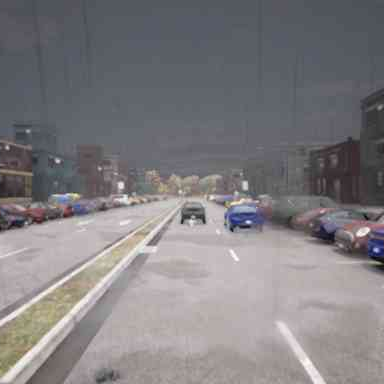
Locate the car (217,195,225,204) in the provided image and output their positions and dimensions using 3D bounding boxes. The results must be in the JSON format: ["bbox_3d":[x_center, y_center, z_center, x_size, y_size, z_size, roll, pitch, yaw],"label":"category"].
[{"bbox_3d":[7.566,1.496,56.218,5.566,2.045,2.435,0,-1,0],"label":"car"}]

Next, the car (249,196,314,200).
[{"bbox_3d":[7.597,1.423,28.642,4.553,1.767,2.185,0,0,0],"label":"car"}]

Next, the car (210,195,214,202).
[{"bbox_3d":[7.521,1.702,75.519,5.566,2.045,2.435,0,-1,0],"label":"car"}]

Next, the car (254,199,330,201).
[{"bbox_3d":[7.624,1.535,25.884,5.008,1.535,2.097,0,0,0],"label":"car"}]

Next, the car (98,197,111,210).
[{"bbox_3d":[-12.772,1.654,40.253,4.792,1.488,2.163,0,0,0],"label":"car"}]

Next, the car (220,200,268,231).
[{"bbox_3d":[3.091,1.511,20.643,1.882,1.535,5.008,0,0,0],"label":"car"}]

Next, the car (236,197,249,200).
[{"bbox_3d":[7.596,1.624,36.913,4.792,1.488,2.163,0,0,0],"label":"car"}]

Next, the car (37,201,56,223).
[{"bbox_3d":[-12.773,1.528,23.579,5.008,1.535,2.097,0,0,0],"label":"car"}]

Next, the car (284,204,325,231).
[{"bbox_3d":[7.630,1.542,17.612,4.674,1.452,2.002,0,0,0],"label":"car"}]

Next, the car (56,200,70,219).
[{"bbox_3d":[-12.757,1.543,26.359,4.892,1.521,2.231,0,0,0],"label":"car"}]

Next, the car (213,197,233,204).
[{"bbox_3d":[7.507,2.041,81.032,4.792,1.488,2.163,0,-1,0],"label":"car"}]

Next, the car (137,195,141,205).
[{"bbox_3d":[-12.680,1.834,62.609,4.792,1.488,2.163,0,-1,0],"label":"car"}]

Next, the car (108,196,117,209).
[{"bbox_3d":[-12.746,1.644,43.033,4.892,1.521,2.231,0,0,0],"label":"car"}]

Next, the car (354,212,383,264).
[{"bbox_3d":[7.631,1.476,9.340,5.008,1.535,2.097,0,0,0],"label":"car"}]

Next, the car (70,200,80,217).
[{"bbox_3d":[-12.789,1.586,29.137,4.792,1.488,2.163,0,0,0],"label":"car"}]

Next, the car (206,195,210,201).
[{"bbox_3d":[7.531,1.891,94.822,5.566,2.045,2.435,0,0,0],"label":"car"}]

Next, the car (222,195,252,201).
[{"bbox_3d":[7.793,1.695,50.704,5.366,1.575,1.946,0,-1,0],"label":"car"}]

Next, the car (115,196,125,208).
[{"bbox_3d":[-12.728,1.724,48.589,4.674,1.452,2.002,0,0,0],"label":"car"}]

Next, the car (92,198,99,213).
[{"bbox_3d":[-12.757,1.590,34.821,4.892,1.521,2.231,0,0,0],"label":"car"}]

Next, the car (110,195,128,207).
[{"bbox_3d":[-12.758,1.582,51.461,4.553,1.767,2.185,0,0,0],"label":"car"}]

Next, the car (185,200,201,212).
[{"bbox_3d":[0.081,1.751,42.051,1.895,1.301,4.718,0,0,0],"label":"car"}]

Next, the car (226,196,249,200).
[{"bbox_3d":[7.437,1.630,42.426,5.366,1.575,1.946,0,0,0],"label":"car"}]

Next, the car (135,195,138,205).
[{"bbox_3d":[-12.685,1.808,59.832,4.792,1.488,2.163,0,0,0],"label":"car"}]

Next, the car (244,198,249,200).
[{"bbox_3d":[7.657,1.592,31.397,4.792,1.488,2.163,0,0,0],"label":"car"}]

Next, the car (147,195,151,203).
[{"bbox_3d":[-12.704,1.938,76.498,5.008,1.535,2.097,0,-1,0],"label":"car"}]

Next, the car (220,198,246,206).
[{"bbox_3d":[7.584,1.843,61.729,4.674,1.452,2.002,0,-1,0],"label":"car"}]

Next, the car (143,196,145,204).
[{"bbox_3d":[-12.730,1.887,68.167,4.792,1.488,2.163,0,-1,0],"label":"car"}]

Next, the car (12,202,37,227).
[{"bbox_3d":[-12.743,1.546,20.801,4.792,1.488,2.163,0,0,0],"label":"car"}]

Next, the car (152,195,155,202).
[{"bbox_3d":[-12.680,1.739,82.059,5.566,2.045,2.435,0,-1,0],"label":"car"}]

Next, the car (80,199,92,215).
[{"bbox_3d":[-12.750,1.573,32.042,5.008,1.535,2.097,0,0,0],"label":"car"}]

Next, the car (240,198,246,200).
[{"bbox_3d":[7.624,1.619,34.191,4.674,1.452,2.002,0,0,0],"label":"car"}]

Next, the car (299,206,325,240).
[{"bbox_3d":[7.663,1.523,14.855,4.792,1.488,2.163,0,0,0],"label":"car"}]

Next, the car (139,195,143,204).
[{"bbox_3d":[-12.891,1.828,65.390,5.366,1.575,1.946,0,-1,0],"label":"car"}]

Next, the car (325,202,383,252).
[{"bbox_3d":[7.667,1.359,12.098,4.553,1.767,2.185,0,0,0],"label":"car"}]

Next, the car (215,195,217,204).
[{"bbox_3d":[7.570,1.832,64.487,5.008,1.535,2.097,0,-1,0],"label":"car"}]

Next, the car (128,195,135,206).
[{"bbox_3d":[-12.750,1.479,54.274,5.566,2.045,2.435,0,0,0],"label":"car"}]

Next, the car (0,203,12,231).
[{"bbox_3d":[-12.749,1.379,18.030,4.553,1.767,2.185,0,0,0],"label":"car"}]

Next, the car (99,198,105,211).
[{"bbox_3d":[-12.745,1.646,37.474,4.674,1.452,2.002,0,0,0],"label":"car"}]

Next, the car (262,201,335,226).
[{"bbox_3d":[7.602,1.552,23.128,4.792,1.488,2.163,0,0,0],"label":"car"}]

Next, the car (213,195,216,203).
[{"bbox_3d":[7.524,1.798,72.760,4.553,1.767,2.185,0,-1,0],"label":"car"}]

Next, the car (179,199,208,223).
[{"bbox_3d":[0.090,1.558,25.954,1.837,1.490,4.892,0,-1,0],"label":"car"}]

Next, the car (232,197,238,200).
[{"bbox_3d":[7.595,1.643,39.668,4.792,1.488,2.163,0,0,0],"label":"car"}]

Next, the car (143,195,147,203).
[{"bbox_3d":[-12.703,1.884,70.822,5.008,1.535,2.097,0,-1,0],"label":"car"}]
